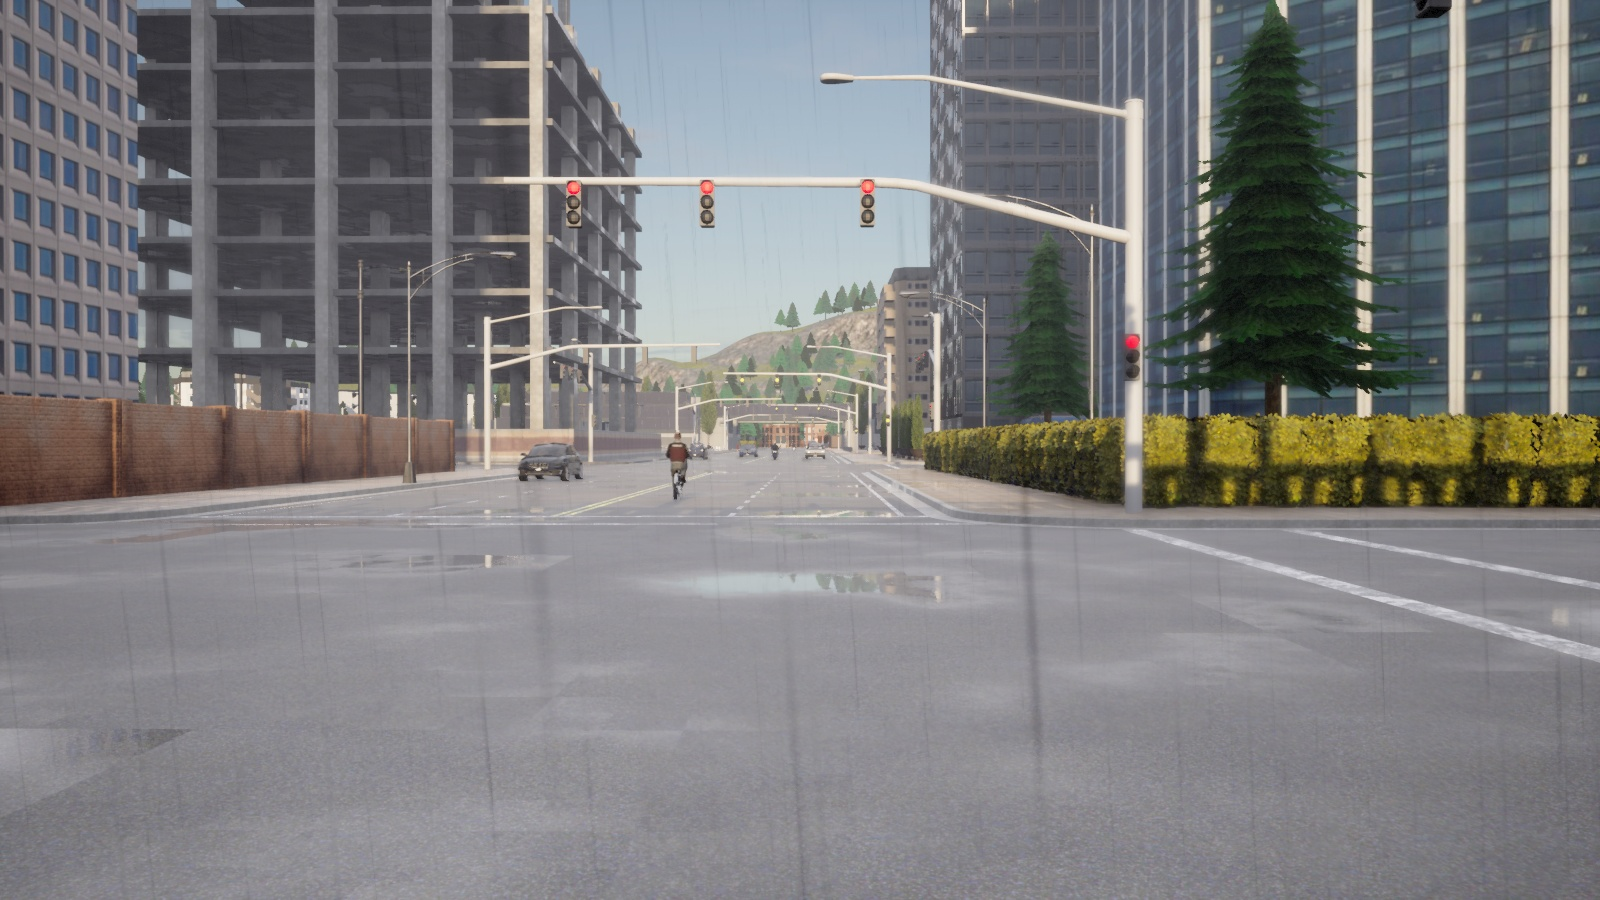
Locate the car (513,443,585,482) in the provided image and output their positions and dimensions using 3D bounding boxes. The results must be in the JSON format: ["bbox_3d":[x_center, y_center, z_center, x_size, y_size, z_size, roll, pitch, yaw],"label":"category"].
[{"bbox_3d":[-9.879,0.462,49.850,1.837,1.490,4.892,0,0,1],"label":"car"}]

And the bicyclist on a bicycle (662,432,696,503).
[{"bbox_3d":[-3.091,0.433,32.159,0.659,1.776,1.843,0,1,1],"label":"bicyclist on a bicycle"}]
